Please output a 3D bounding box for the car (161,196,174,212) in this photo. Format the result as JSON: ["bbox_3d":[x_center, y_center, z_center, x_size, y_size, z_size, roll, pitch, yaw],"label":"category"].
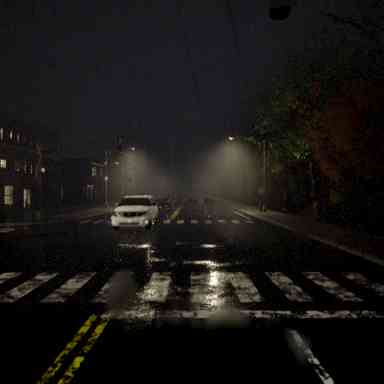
[{"bbox_3d":[-3.442,1.487,39.247,1.837,1.490,4.892,0,0,0],"label":"car"}]

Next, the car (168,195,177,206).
[{"bbox_3d":[-3.467,1.324,52.398,2.097,1.767,4.553,0,0,0],"label":"car"}]

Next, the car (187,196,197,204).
[{"bbox_3d":[-0.057,1.566,64.460,1.895,1.301,4.718,0,0,0],"label":"car"}]

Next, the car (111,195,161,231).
[{"bbox_3d":[-3.402,1.216,20.706,2.150,2.045,5.566,0,0,0],"label":"car"}]

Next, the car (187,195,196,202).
[{"bbox_3d":[-0.168,1.499,74.659,2.033,1.411,5.357,0,0,0],"label":"car"}]

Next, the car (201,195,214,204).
[{"bbox_3d":[3.199,1.567,63.217,1.895,1.301,4.718,0,0,0],"label":"car"}]

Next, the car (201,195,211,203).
[{"bbox_3d":[3.072,1.483,73.222,2.128,1.511,4.902,0,0,0],"label":"car"}]
